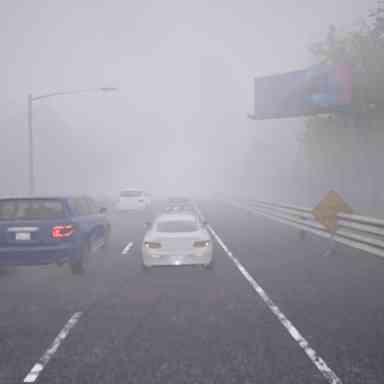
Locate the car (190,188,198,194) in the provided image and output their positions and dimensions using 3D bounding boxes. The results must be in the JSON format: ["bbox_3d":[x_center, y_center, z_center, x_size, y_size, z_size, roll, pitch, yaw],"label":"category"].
[{"bbox_3d":[0.595,-0.273,90.449,1.882,1.535,5.008,-1,1,3],"label":"car"}]

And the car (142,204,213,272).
[{"bbox_3d":[-0.436,1.327,9.979,1.812,1.442,4.674,-1,1,-2],"label":"car"}]

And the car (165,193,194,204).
[{"bbox_3d":[-1.055,1.062,24.689,2.033,1.411,5.357,-1,1,-1],"label":"car"}]

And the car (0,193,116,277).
[{"bbox_3d":[-3.922,1.066,10.019,2.150,2.045,5.566,-1,0,-4],"label":"car"}]

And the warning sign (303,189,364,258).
[{"bbox_3d":[4.074,0.856,9.691,1.300,1.860,1.060,-1,1,-3],"label":"warning sign"}]

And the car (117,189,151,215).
[{"bbox_3d":[-4.613,0.742,27.154,2.150,2.045,5.566,-1,1,-1],"label":"car"}]

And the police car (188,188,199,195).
[{"bbox_3d":[0.145,-0.143,80.695,1.930,1.638,5.238,-1,1,2],"label":"police car"}]

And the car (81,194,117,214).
[{"bbox_3d":[-8.163,0.997,29.706,1.882,1.535,5.008,-1,1,-1],"label":"car"}]
